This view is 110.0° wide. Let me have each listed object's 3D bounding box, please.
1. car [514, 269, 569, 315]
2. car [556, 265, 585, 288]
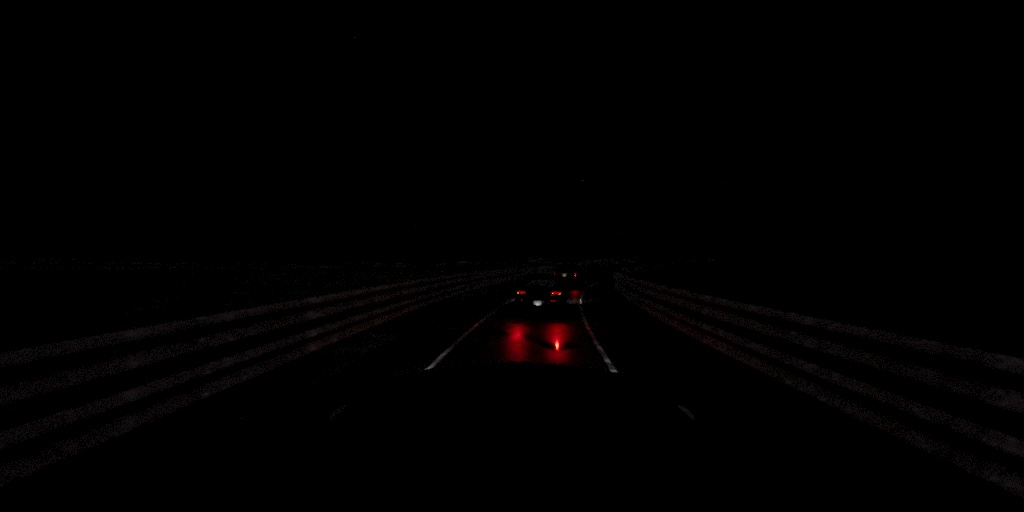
[{"bbox_3d":[1.247,1.441,14.405,1.812,1.442,4.674,0,-1,10],"label":"car"},{"bbox_3d":[4.450,1.456,27.917,2.097,1.767,4.553,0,-1,18],"label":"car"}]
